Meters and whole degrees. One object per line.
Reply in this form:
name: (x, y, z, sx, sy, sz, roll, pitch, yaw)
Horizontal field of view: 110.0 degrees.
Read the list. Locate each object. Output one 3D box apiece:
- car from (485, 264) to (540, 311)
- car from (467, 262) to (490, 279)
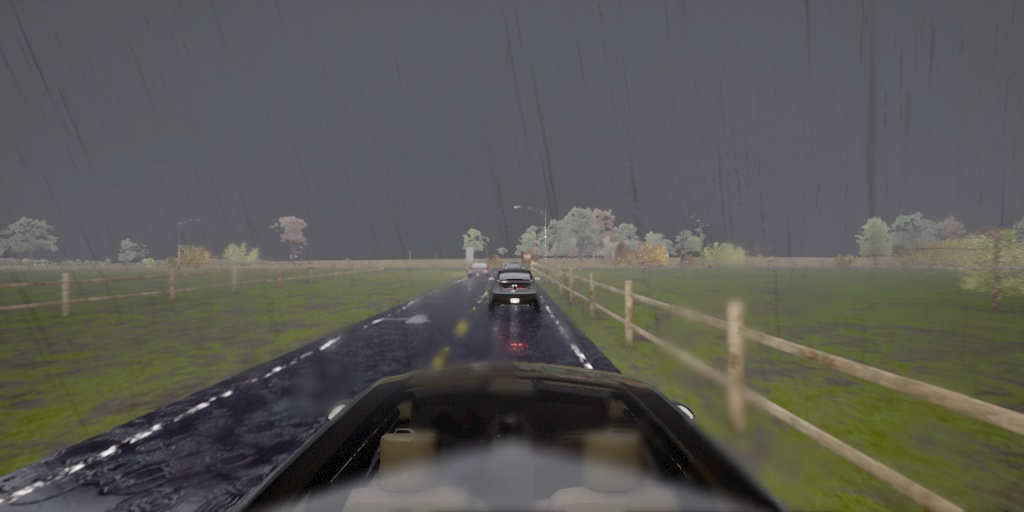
car: (0.099, 1.255, 14.492, 1.837, 1.490, 4.892, 0, 0, 0)
car: (-2.847, 1.272, 32.110, 1.812, 1.442, 4.674, 0, 0, 0)
